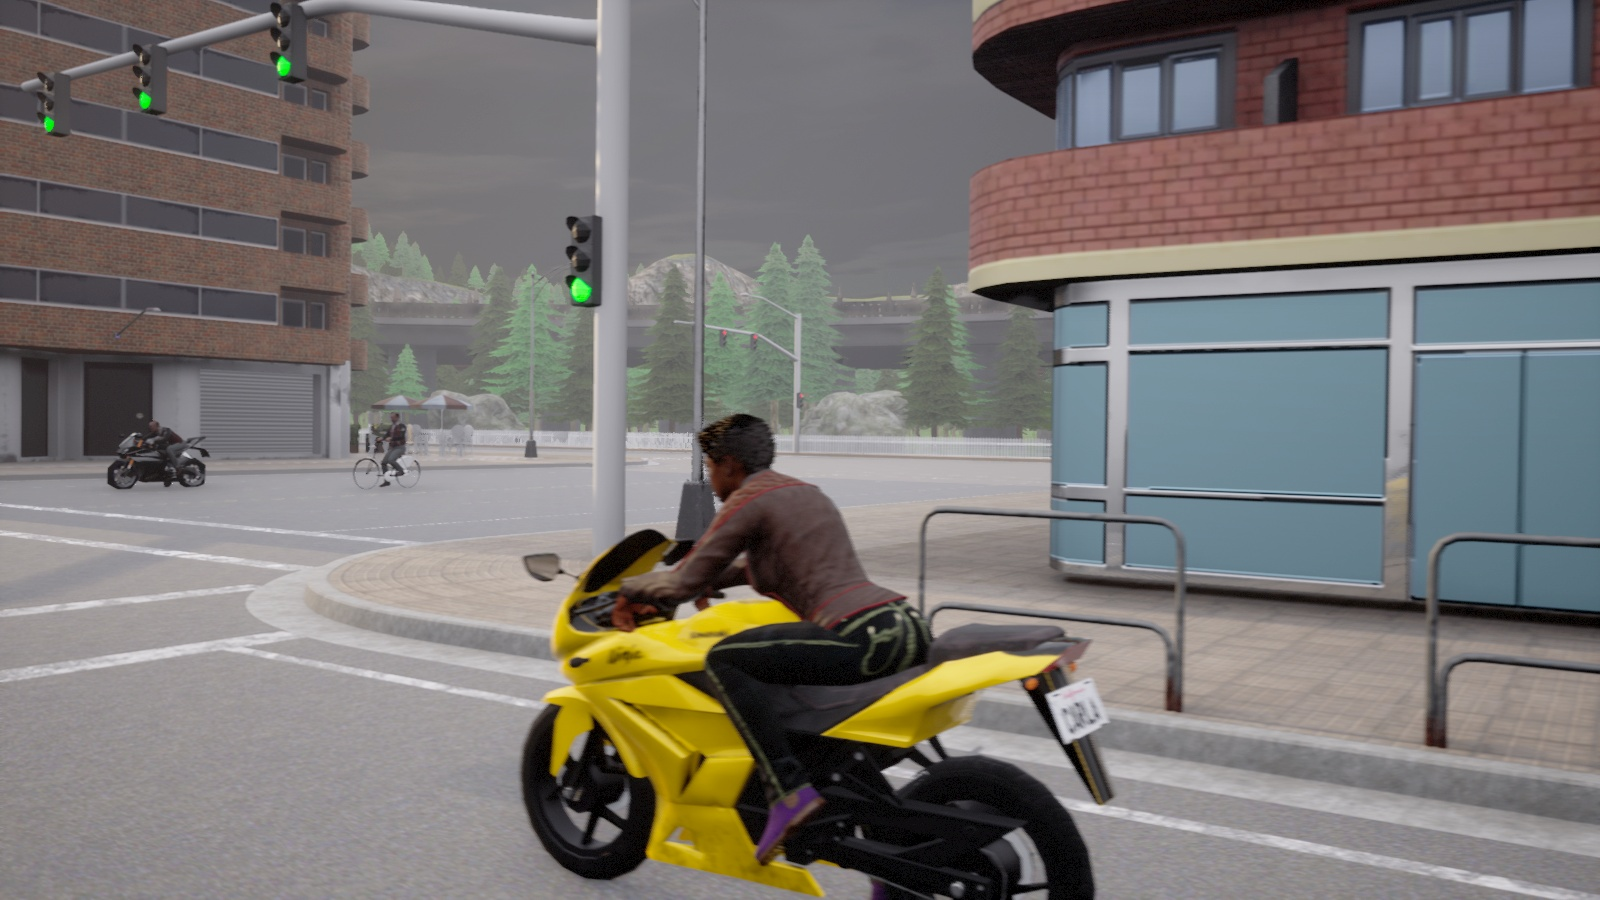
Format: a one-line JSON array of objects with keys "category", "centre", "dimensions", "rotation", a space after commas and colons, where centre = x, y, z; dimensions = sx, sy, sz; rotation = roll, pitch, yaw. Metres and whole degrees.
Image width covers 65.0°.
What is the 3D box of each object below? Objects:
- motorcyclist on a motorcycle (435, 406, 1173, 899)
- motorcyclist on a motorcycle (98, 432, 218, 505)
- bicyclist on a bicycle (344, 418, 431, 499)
[{"category": "motorcyclist on a motorcycle", "centre": [-0.054, 0.654, 3.658], "dimensions": [2.044, 1.523, 0.797], "rotation": [0, 1, 34]}, {"category": "motorcyclist on a motorcycle", "centre": [-14.090, 0.378, 27.617], "dimensions": [0.866, 1.530, 2.191], "rotation": [0, 1, 34]}, {"category": "bicyclist on a bicycle", "centre": [-9.322, 0.177, 28.436], "dimensions": [0.659, 1.776, 1.843], "rotation": [0, 1, 34]}]
